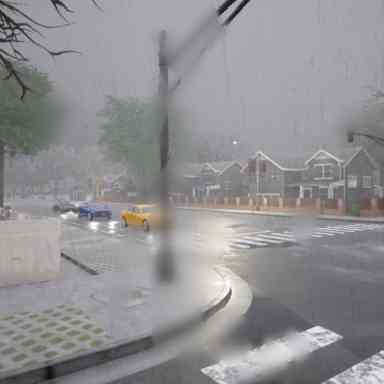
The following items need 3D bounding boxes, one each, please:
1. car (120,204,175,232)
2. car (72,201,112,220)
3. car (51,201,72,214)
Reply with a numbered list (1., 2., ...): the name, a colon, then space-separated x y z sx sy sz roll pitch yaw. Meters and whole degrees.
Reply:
1. car: -2.981 1.588 21.652 1.882 1.535 5.008 -1 0 -35
2. car: -8.853 1.622 29.940 1.882 1.535 5.008 -1 0 -35
3. car: -14.656 1.726 38.124 2.033 1.411 5.357 -1 0 -36
